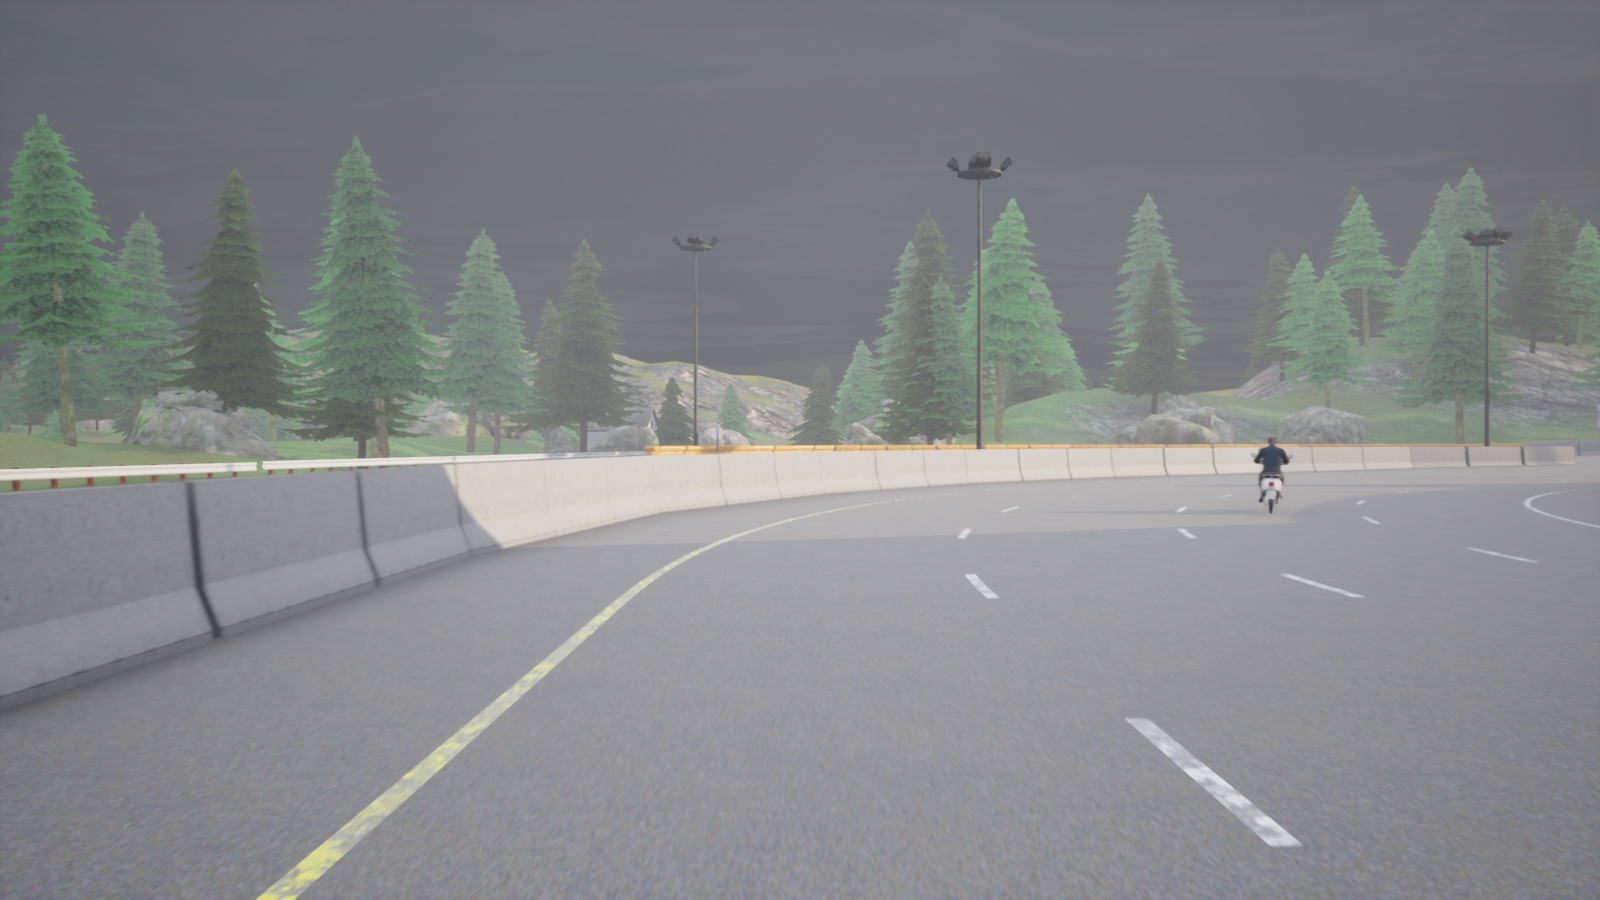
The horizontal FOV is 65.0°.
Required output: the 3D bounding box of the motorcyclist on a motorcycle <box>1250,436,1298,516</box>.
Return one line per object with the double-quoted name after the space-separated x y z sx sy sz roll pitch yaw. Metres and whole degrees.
9.951 0.519 26.358 0.866 1.590 1.817 1 1 21 "motorcyclist on a motorcycle"
